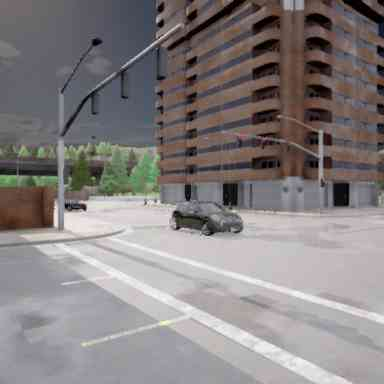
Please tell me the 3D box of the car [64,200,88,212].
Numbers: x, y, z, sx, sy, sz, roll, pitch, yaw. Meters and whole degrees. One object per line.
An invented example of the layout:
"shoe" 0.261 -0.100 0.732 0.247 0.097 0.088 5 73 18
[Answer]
"car" -13.536 1.554 38.072 1.895 1.301 4.718 0 0 -36

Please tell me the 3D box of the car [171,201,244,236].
"car" 0.727 1.302 18.365 2.097 1.767 4.553 0 0 -36
